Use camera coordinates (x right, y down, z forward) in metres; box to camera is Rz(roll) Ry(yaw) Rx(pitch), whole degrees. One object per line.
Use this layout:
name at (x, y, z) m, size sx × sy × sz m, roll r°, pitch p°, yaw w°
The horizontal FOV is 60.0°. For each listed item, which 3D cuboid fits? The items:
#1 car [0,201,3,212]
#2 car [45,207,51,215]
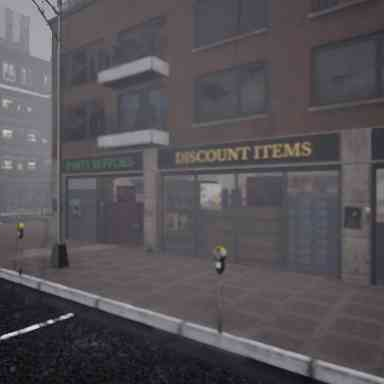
car at (-20.001, 1.371, 30.366) m, size 2.192 × 1.841 × 5.009 m, roll -1°, pitch -2°, yaw 35°
car at (-13.241, 1.736, 35.489) m, size 1.812 × 1.442 × 4.674 m, roll 0°, pitch -1°, yaw 35°
